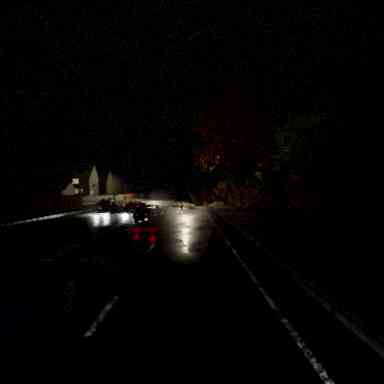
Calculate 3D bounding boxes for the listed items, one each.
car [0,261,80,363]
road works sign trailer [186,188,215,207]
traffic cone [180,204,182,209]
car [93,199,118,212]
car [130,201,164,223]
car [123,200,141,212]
[{"bbox_3d":[-3.157,1.607,4.590,1.895,1.301,4.718,0,0,0],"label":"car"},{"bbox_3d":[0.734,1.069,46.158,3.560,2.380,2.880,6,-45,-49],"label":"road works sign trailer"},{"bbox_3d":[-1.446,1.981,45.077,0.340,0.580,0.340,0,0,0],"label":"traffic cone"},{"bbox_3d":[-9.899,1.516,38.342,2.128,1.511,4.902,0,0,0],"label":"car"},{"bbox_3d":[-3.186,1.623,25.386,1.895,1.301,4.718,0,0,0],"label":"car"},{"bbox_3d":[-6.649,1.625,38.464,1.895,1.301,4.718,0,0,0],"label":"car"}]
